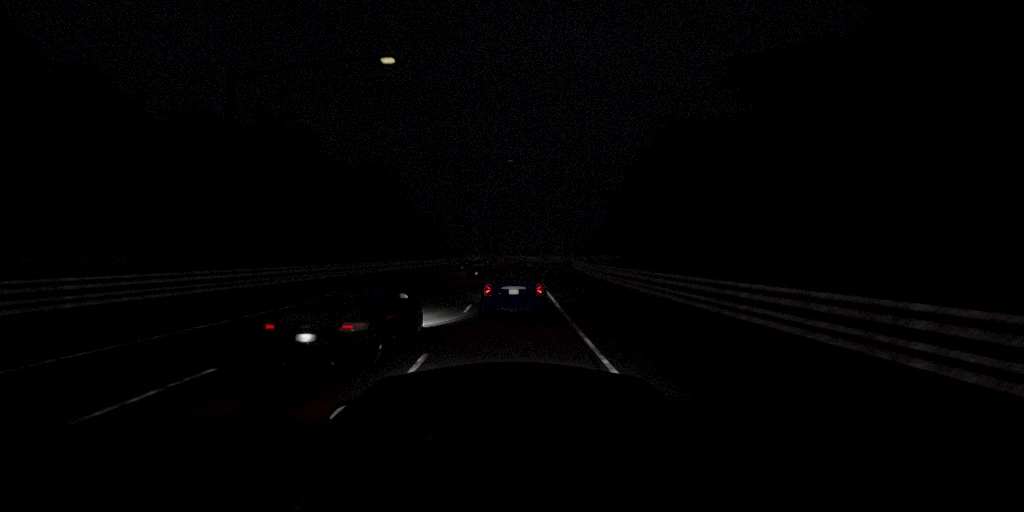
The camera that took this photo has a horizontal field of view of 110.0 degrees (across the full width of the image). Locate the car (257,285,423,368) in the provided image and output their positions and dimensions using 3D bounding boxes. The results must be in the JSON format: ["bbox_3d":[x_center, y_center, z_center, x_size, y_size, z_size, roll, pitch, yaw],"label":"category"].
[{"bbox_3d":[-3.366,1.310,7.881,1.994,1.385,4.181,0,0,0],"label":"car"}]

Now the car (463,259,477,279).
[{"bbox_3d":[-2.903,1.233,32.382,1.812,1.442,4.674,0,0,2],"label":"car"}]

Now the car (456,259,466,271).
[{"bbox_3d":[-5.944,1.150,45.952,2.128,1.511,4.902,0,0,2],"label":"car"}]

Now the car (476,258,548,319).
[{"bbox_3d":[0.078,1.097,12.937,2.097,1.767,4.553,0,0,1],"label":"car"}]
